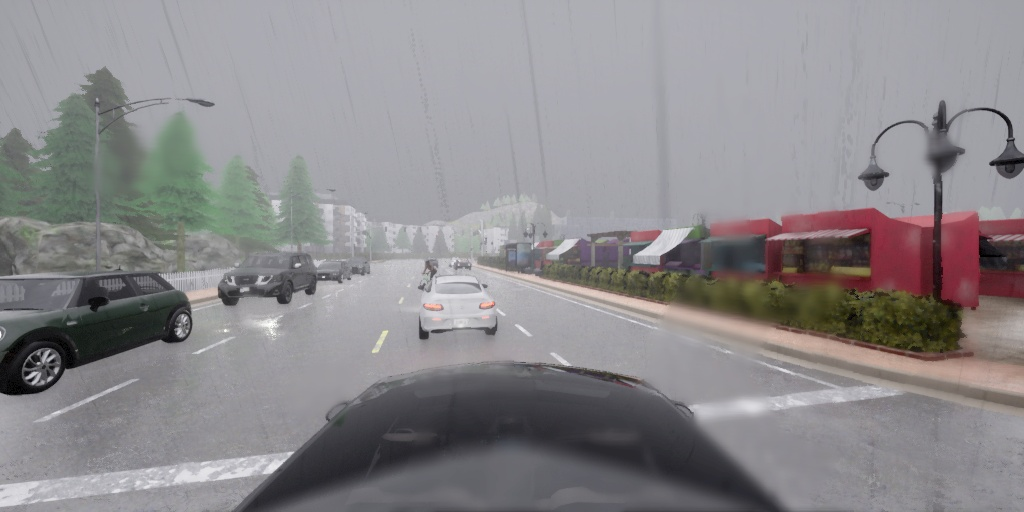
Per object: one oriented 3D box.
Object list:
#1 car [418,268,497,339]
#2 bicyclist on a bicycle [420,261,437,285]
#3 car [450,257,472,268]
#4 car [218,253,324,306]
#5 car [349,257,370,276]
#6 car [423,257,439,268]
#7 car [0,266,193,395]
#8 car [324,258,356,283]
[{"bbox_3d":[-1.581,1.225,9.874,1.812,1.442,4.674,0,0,-13],"label":"car"},{"bbox_3d":[-4.524,1.079,19.691,0.582,1.620,1.656,0,1,24],"label":"bicyclist on a bicycle"},{"bbox_3d":[-6.107,1.049,43.814,1.895,1.301,4.718,0,0,-14],"label":"car"},{"bbox_3d":[-10.332,0.876,15.725,2.150,2.045,5.566,0,0,-14],"label":"car"},{"bbox_3d":[-14.558,0.876,33.318,2.097,1.767,4.553,0,0,-13],"label":"car"},{"bbox_3d":[-11.418,0.901,50.815,1.837,1.490,4.892,0,0,-13],"label":"car"},{"bbox_3d":[-8.083,1.076,6.304,2.097,1.767,4.553,0,0,-13],"label":"car"},{"bbox_3d":[-12.648,1.088,25.341,1.837,1.490,4.892,0,0,-13],"label":"car"}]
